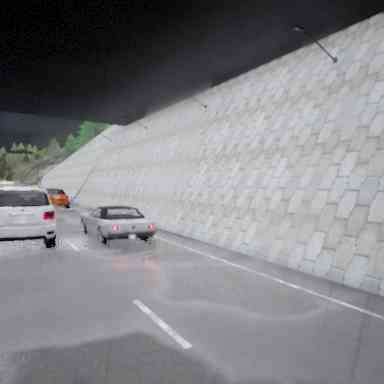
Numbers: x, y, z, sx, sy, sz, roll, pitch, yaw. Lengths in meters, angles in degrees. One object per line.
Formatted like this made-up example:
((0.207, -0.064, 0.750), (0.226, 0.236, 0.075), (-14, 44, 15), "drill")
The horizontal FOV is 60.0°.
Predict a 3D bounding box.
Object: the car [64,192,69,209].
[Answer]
((-12.108, 0.455, 28.926), (2.097, 1.767, 4.553), (0, 2, -30), "car")

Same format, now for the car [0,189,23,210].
((-15.258, 0.567, 27.377), (2.128, 1.511, 4.902), (0, 1, -30), "car")

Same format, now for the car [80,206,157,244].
((-3.229, 1.226, 13.720), (1.895, 1.301, 4.718), (0, 1, -30), "car")

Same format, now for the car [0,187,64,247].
((-6.462, 0.813, 12.323), (2.150, 2.045, 5.566), (0, 1, -30), "car")
